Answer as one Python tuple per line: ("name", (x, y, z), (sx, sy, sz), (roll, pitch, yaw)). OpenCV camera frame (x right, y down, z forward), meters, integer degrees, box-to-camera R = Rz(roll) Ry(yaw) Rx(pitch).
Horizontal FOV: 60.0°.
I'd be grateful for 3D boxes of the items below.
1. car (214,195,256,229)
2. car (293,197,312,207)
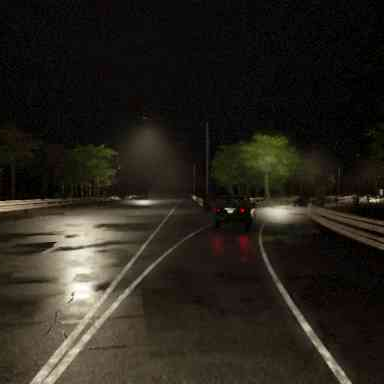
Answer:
("car", (2.871, 1.229, 21.734), (2.150, 2.045, 5.566), (0, 0, 15))
("car", (17.054, 1.522, 50.974), (1.837, 1.490, 4.892), (0, 0, 37))
